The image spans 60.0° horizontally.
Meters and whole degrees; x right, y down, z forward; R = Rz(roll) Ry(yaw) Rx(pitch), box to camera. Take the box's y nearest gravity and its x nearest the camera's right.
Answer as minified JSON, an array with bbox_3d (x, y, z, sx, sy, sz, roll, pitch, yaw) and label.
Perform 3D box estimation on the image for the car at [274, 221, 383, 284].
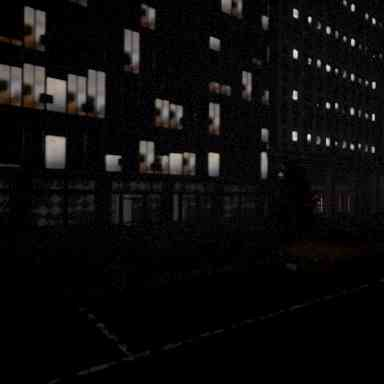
[{"bbox_3d":[4.455,1.572,9.740,4.829,1.417,1.752,0,0,-36],"label":"car"}]

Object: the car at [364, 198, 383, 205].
[{"bbox_3d":[34.755,1.796,62.260,1.802,1.307,4.206,1,0,-35],"label":"car"}]

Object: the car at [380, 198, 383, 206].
[{"bbox_3d":[31.009,1.702,52.941,2.008,1.369,4.403,1,0,-35],"label":"car"}]
